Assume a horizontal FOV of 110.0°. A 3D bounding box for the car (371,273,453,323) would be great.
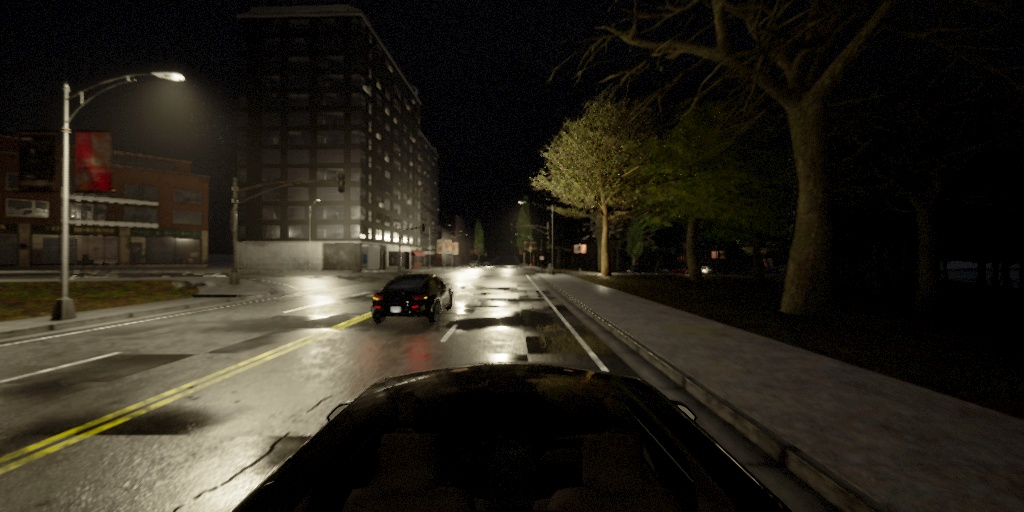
[{"bbox_3d":[-3.154,1.289,11.986,1.812,1.442,4.674,0,0,0],"label":"car"}]
